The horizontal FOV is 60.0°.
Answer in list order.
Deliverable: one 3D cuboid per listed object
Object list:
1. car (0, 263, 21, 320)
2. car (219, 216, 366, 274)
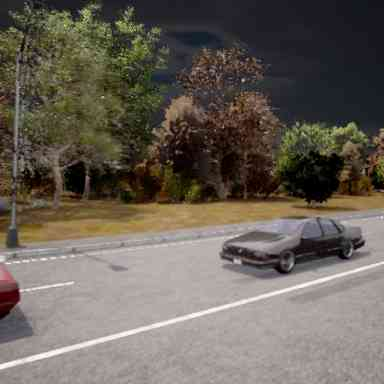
[{"bbox_3d":[-5.127,1.594,4.622,4.718,1.301,1.895,0,0,-35],"label":"car"},{"bbox_3d":[3.430,1.496,10.663,5.357,1.411,2.033,-1,1,-35],"label":"car"}]
